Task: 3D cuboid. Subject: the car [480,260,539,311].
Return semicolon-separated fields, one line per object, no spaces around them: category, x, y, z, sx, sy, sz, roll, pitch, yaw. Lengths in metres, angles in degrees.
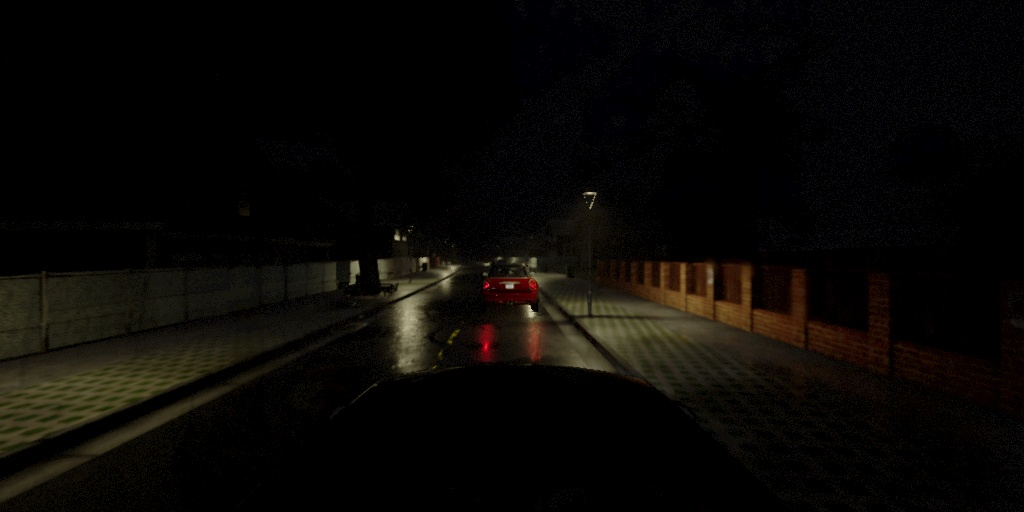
car;-0.131;1.055;14.409;2.097;1.767;4.553;0;0;-2
